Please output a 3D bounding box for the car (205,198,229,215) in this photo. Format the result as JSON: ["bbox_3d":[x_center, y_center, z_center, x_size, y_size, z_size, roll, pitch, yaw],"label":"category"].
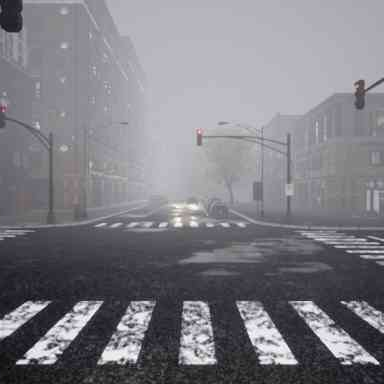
[{"bbox_3d":[2.725,1.578,33.625,2.008,1.369,4.403,0,0,0],"label":"car"}]

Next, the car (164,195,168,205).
[{"bbox_3d":[-5.632,1.649,56.423,1.802,1.307,4.206,0,0,0],"label":"car"}]

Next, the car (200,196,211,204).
[{"bbox_3d":[2.760,1.533,67.806,1.967,1.590,4.097,0,0,0],"label":"car"}]

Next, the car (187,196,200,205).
[{"bbox_3d":[0.065,1.553,60.401,1.882,1.535,5.008,0,0,0],"label":"car"}]

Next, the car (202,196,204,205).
[{"bbox_3d":[2.737,1.486,45.019,1.967,1.590,4.097,0,0,0],"label":"car"}]

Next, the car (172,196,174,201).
[{"bbox_3d":[-5.614,1.659,73.513,2.008,1.369,4.403,0,0,0],"label":"car"}]

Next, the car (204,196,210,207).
[{"bbox_3d":[2.731,1.477,39.322,1.967,1.590,4.097,0,0,0],"label":"car"}]

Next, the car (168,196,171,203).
[{"bbox_3d":[-5.626,1.394,62.120,2.192,1.841,5.009,0,0,0],"label":"car"}]

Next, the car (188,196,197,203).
[{"bbox_3d":[0.075,1.537,70.818,1.812,1.442,4.674,0,0,0],"label":"car"}]

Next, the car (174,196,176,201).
[{"bbox_3d":[-5.597,1.682,90.434,1.752,1.417,4.829,0,0,0],"label":"car"}]

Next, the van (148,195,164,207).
[{"bbox_3d":[-5.638,1.396,50.726,1.690,1.788,3.998,0,0,0],"label":"van"}]

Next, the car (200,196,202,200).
[{"bbox_3d":[2.755,1.630,62.109,2.008,1.369,4.403,0,0,0],"label":"car"}]
